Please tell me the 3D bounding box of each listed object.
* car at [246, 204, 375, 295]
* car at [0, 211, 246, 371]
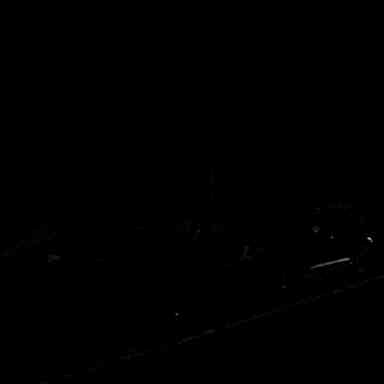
[{"bbox_3d":[2.855,1.272,8.801,5.009,1.841,2.192,0,0,-35],"label":"car"},{"bbox_3d":[-1.736,1.305,5.528,5.009,1.841,2.192,0,0,-35],"label":"car"}]
